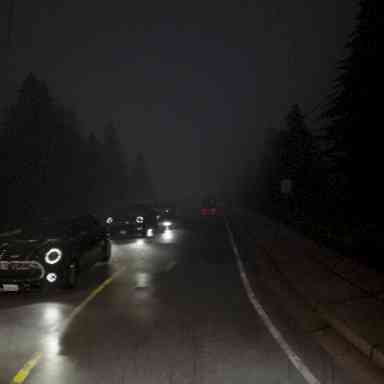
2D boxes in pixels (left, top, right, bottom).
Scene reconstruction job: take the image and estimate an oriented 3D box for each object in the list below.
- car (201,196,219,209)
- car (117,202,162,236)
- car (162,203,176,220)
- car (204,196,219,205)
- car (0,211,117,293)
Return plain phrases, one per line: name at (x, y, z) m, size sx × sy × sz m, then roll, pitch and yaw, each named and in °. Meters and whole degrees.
car at (2.216, 1.311, 43.176) m, size 2.128 × 1.511 × 4.902 m, roll -2°, pitch 0°, yaw 5°
car at (-3.299, 1.434, 18.884) m, size 2.097 × 1.767 × 4.553 m, roll -2°, pitch 0°, yaw 4°
car at (-2.547, 1.634, 28.869) m, size 1.895 × 1.301 × 4.718 m, roll -2°, pitch 0°, yaw 4°
car at (3.144, 1.328, 53.157) m, size 1.994 × 1.385 × 4.181 m, roll -2°, pitch 0°, yaw 7°
car at (-3.864, 1.474, 9.443) m, size 2.097 × 1.767 × 4.553 m, roll -2°, pitch 0°, yaw 2°
